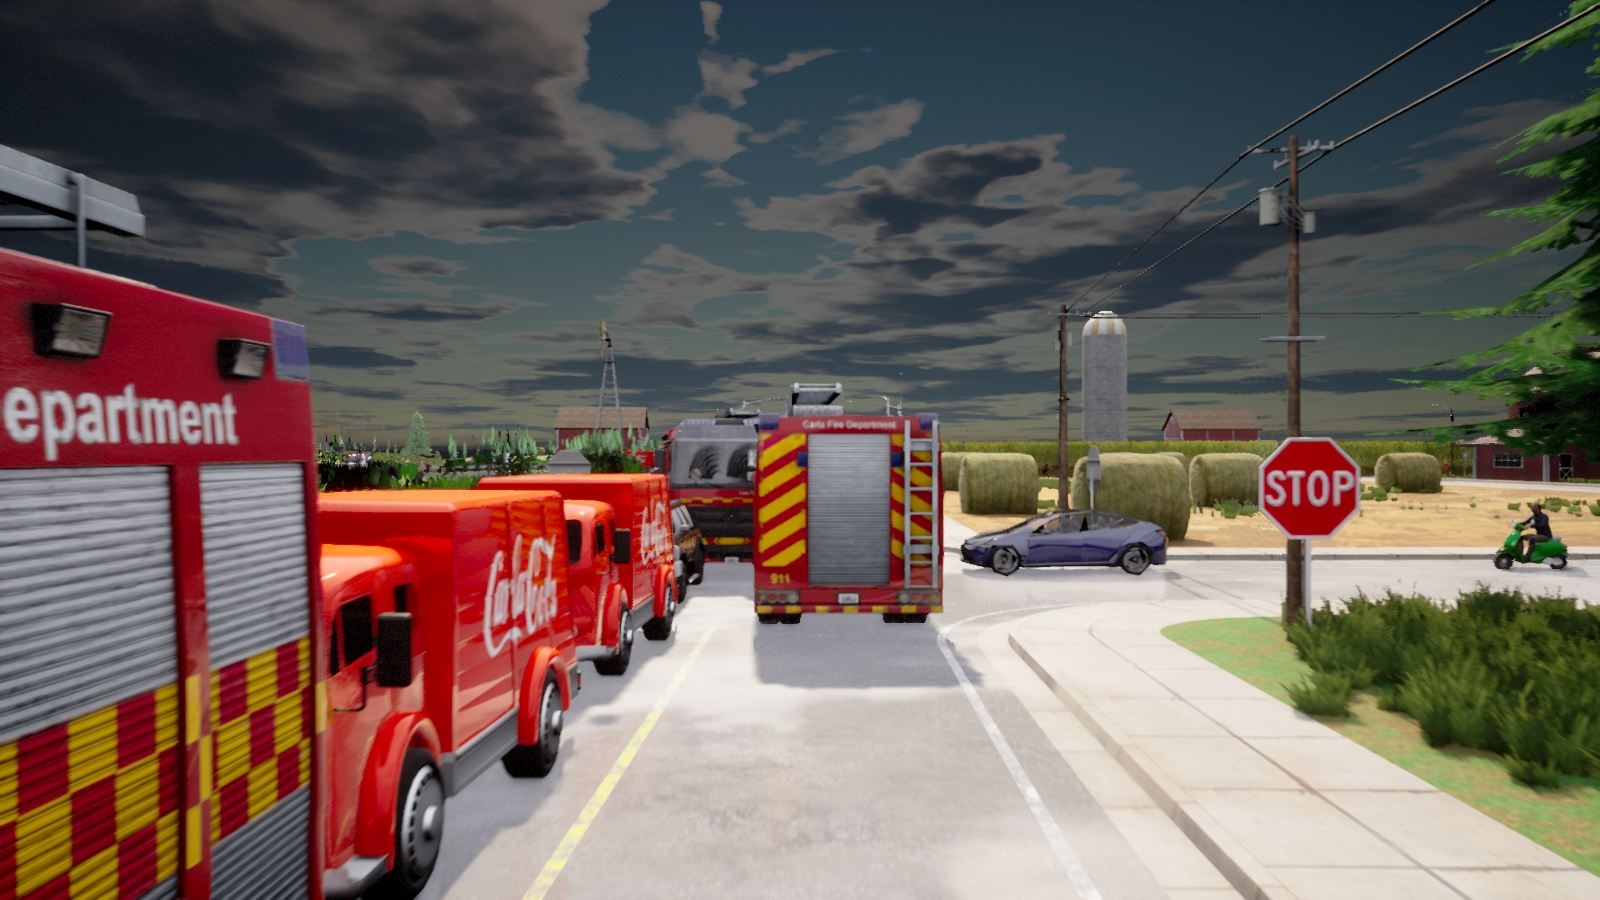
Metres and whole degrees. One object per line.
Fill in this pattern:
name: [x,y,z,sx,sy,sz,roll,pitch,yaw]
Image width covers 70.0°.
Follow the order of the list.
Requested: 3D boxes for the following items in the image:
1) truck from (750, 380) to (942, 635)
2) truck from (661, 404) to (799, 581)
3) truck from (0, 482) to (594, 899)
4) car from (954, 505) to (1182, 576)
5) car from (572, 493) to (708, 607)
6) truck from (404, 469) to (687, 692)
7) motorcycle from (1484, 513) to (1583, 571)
truck: [0.598,0.891,21.463,2.891,3.827,8.468,0,0,-1]
truck: [-2.028,0.899,29.086,2.891,3.827,8.468,0,0,-8]
truck: [-3.400,1.546,8.678,2.627,2.467,5.204,0,0,1]
car: [6.196,2.094,26.806,4.792,1.488,2.163,0,0,-3]
car: [-3.032,1.857,22.609,1.932,1.855,4.605,0,0,1]
truck: [-3.205,1.551,15.810,2.627,2.467,5.204,0,0,1]
motorcycle: [17.416,2.177,27.159,1.805,1.316,0.856,0,0,-1]
